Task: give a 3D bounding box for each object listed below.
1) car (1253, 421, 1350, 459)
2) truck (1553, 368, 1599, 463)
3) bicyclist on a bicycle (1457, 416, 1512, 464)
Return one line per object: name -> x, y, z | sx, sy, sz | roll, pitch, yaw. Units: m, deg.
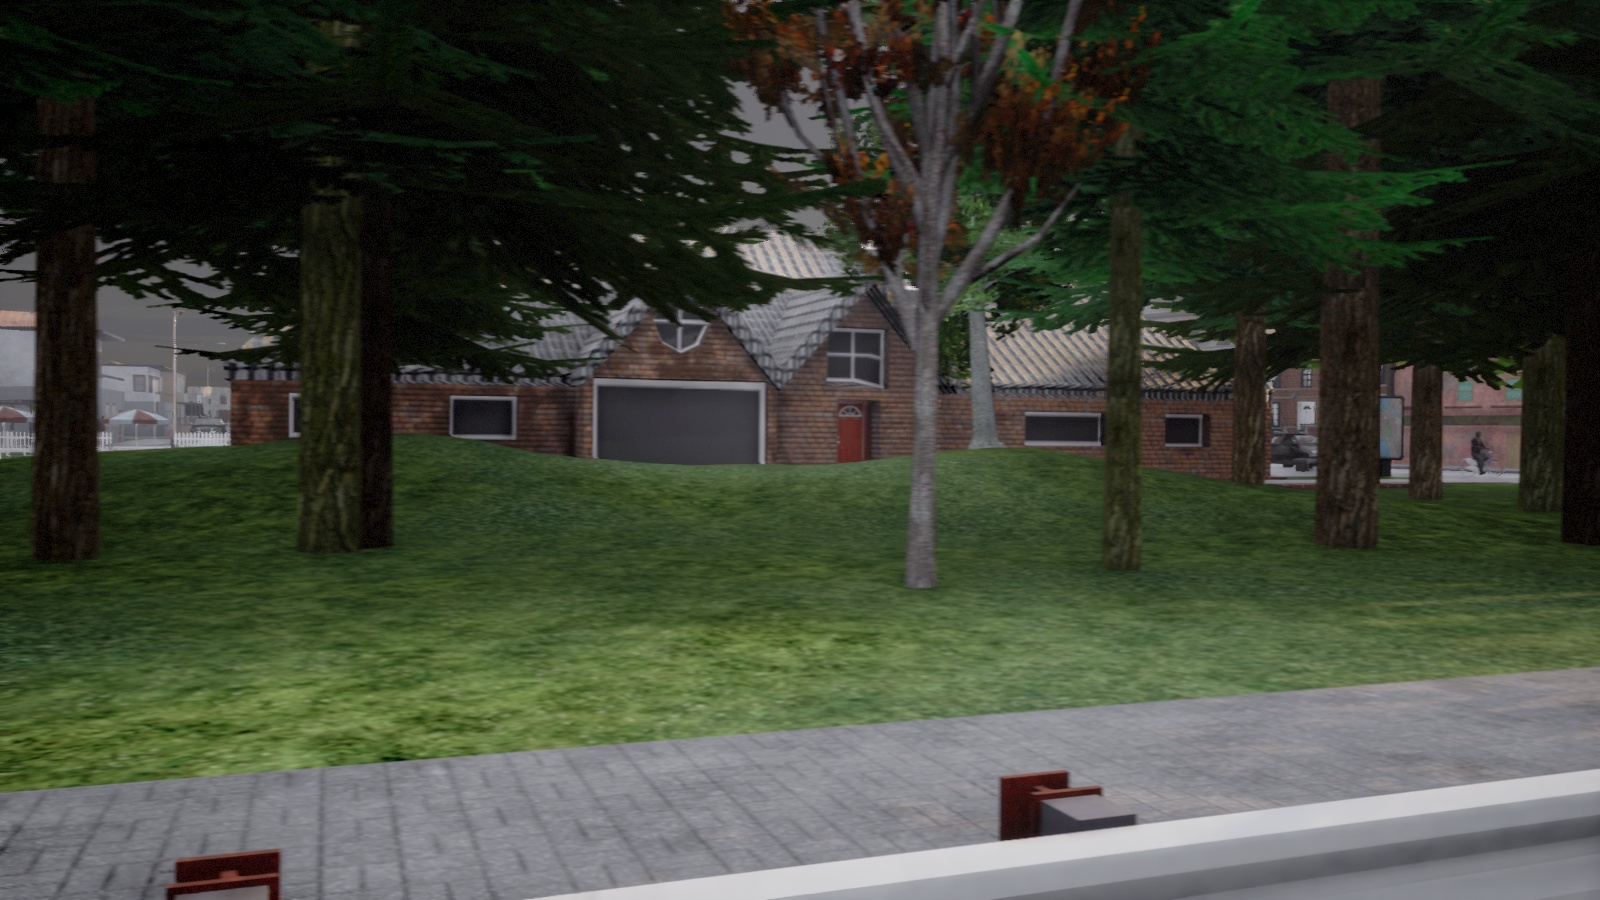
car -> 22.513, -0.467, 56.558 | 1.851, 1.617, 3.988 | -1, 1, -20
truck -> 31.295, -1.245, 44.425 | 2.891, 3.462, 7.936 | -1, 1, -20
bicyclist on a bicycle -> 25.885, -0.385, 47.530 | 0.659, 1.776, 1.843 | -1, 1, -20
